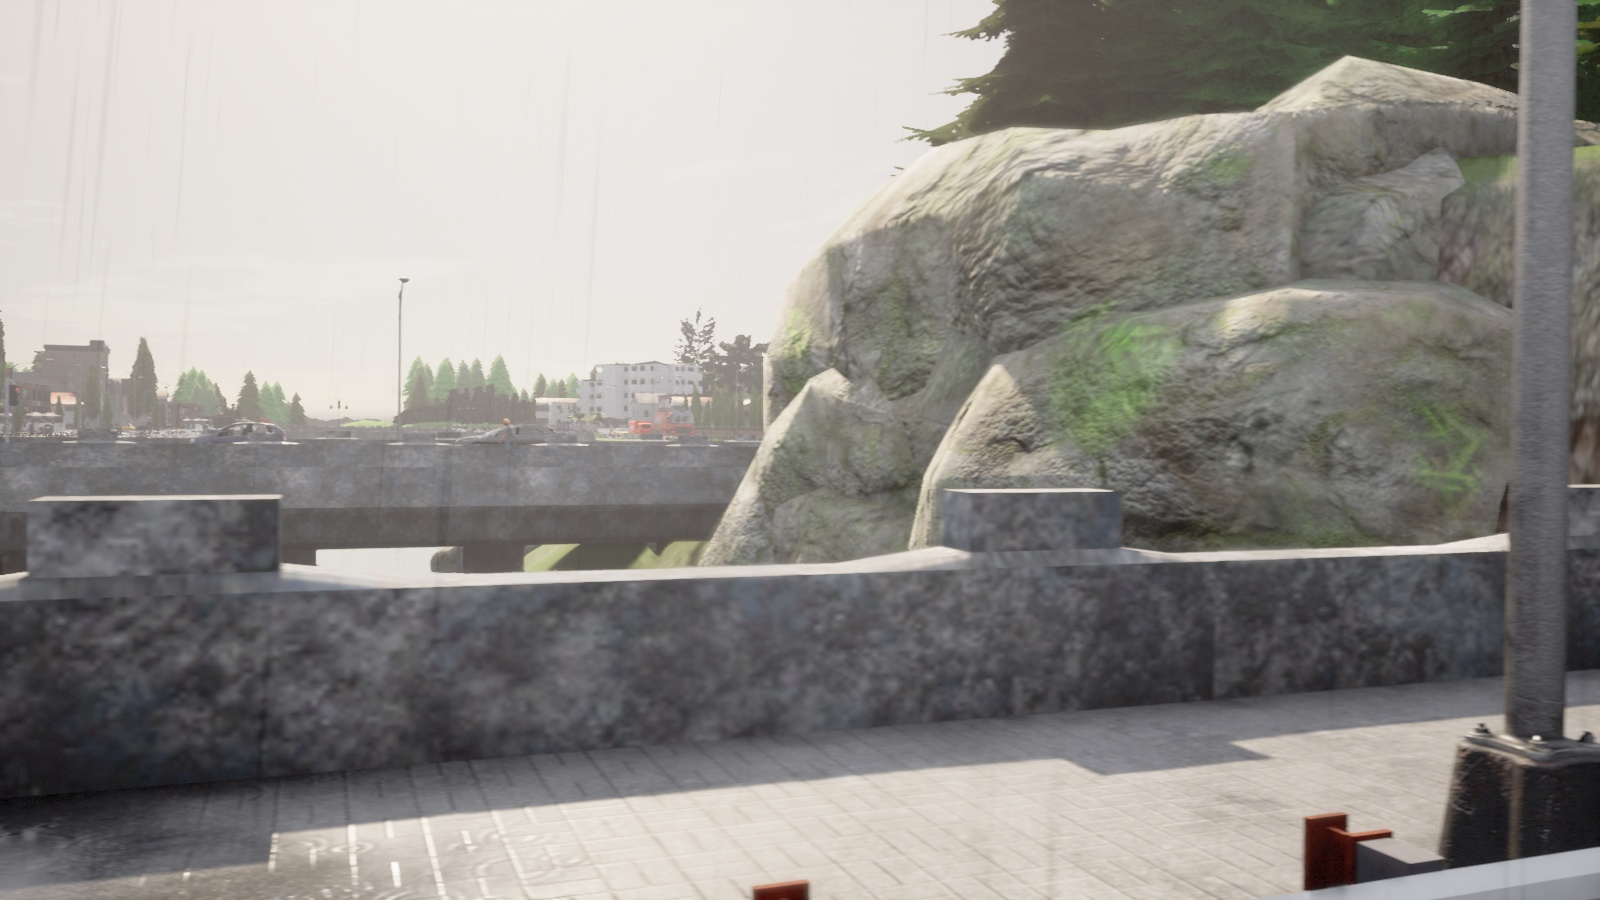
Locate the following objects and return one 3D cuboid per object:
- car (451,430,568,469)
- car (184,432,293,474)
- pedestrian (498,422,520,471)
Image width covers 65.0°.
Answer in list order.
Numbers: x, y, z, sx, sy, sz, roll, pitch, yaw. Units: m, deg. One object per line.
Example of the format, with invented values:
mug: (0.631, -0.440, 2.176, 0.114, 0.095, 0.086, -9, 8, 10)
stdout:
car: (-12.963, -0.044, 56.075, 4.856, 1.649, 2.033, -1, 1, -21)
car: (-23.264, 0.099, 52.175, 3.988, 1.617, 1.851, -1, 1, -21)
pedestrian: (-10.886, -0.139, 46.974, 0.706, 1.836, 0.354, -1, 1, -25)
